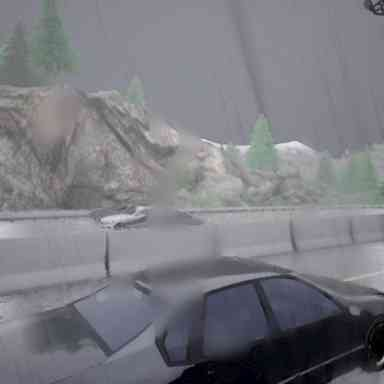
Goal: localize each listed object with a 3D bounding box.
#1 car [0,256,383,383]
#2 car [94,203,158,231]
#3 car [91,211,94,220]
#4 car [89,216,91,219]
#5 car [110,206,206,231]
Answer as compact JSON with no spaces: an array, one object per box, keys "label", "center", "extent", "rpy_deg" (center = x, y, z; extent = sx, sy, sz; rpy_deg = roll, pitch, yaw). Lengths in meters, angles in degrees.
[{"label":"car","center":[0.464,1.544,3.961],"extent":[5.357,1.411,2.033],"rpy_deg":[0,0,-33]},{"label":"car","center":[-2.787,1.515,18.682],"extent":[4.674,1.442,1.812],"rpy_deg":[0,0,-31]},{"label":"car","center":[-3.841,1.492,22.113],"extent":[4.892,1.490,1.837],"rpy_deg":[0,0,-31]},{"label":"car","center":[-4.990,1.533,25.546],"extent":[5.357,1.411,2.033],"rpy_deg":[0,0,-31]},{"label":"car","center":[-1.338,1.554,15.439],"extent":[4.181,1.385,1.994],"rpy_deg":[0,0,-31]}]
